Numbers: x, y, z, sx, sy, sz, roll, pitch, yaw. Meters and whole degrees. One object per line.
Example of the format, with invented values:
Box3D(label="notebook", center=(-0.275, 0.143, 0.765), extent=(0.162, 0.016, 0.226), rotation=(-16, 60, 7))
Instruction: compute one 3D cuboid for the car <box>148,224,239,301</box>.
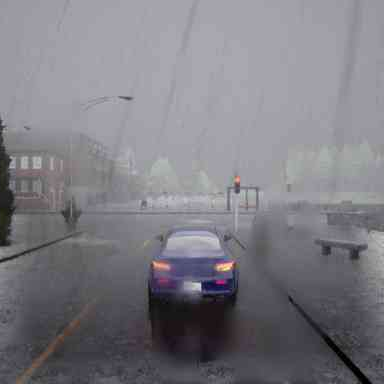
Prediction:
Box3D(label="car", center=(0.041, 1.526, 8.225), extent=(1.812, 1.442, 4.674), rotation=(0, 0, 1))
